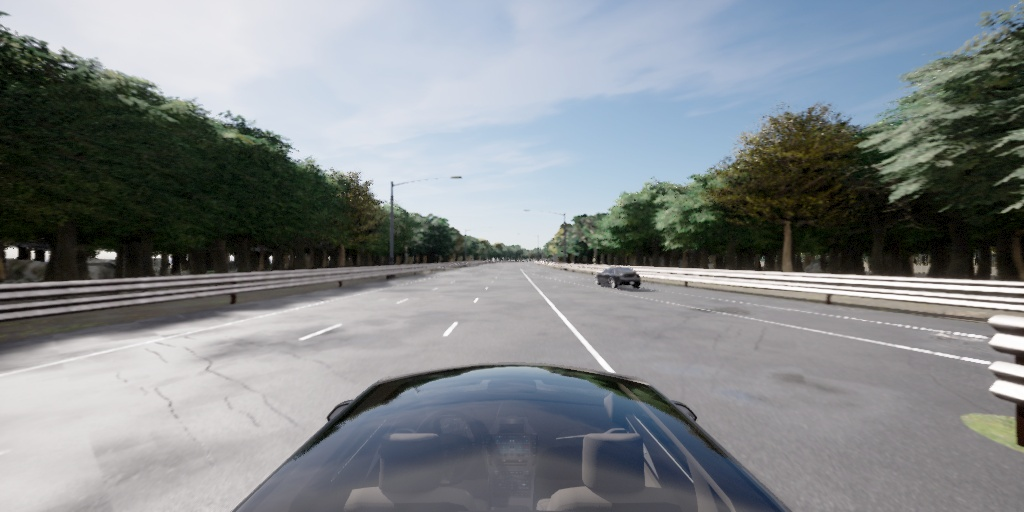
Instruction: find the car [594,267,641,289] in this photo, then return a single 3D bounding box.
[{"bbox_3d":[7.606,1.571,26.227,1.837,1.490,4.892,0,0,-9],"label":"car"}]
